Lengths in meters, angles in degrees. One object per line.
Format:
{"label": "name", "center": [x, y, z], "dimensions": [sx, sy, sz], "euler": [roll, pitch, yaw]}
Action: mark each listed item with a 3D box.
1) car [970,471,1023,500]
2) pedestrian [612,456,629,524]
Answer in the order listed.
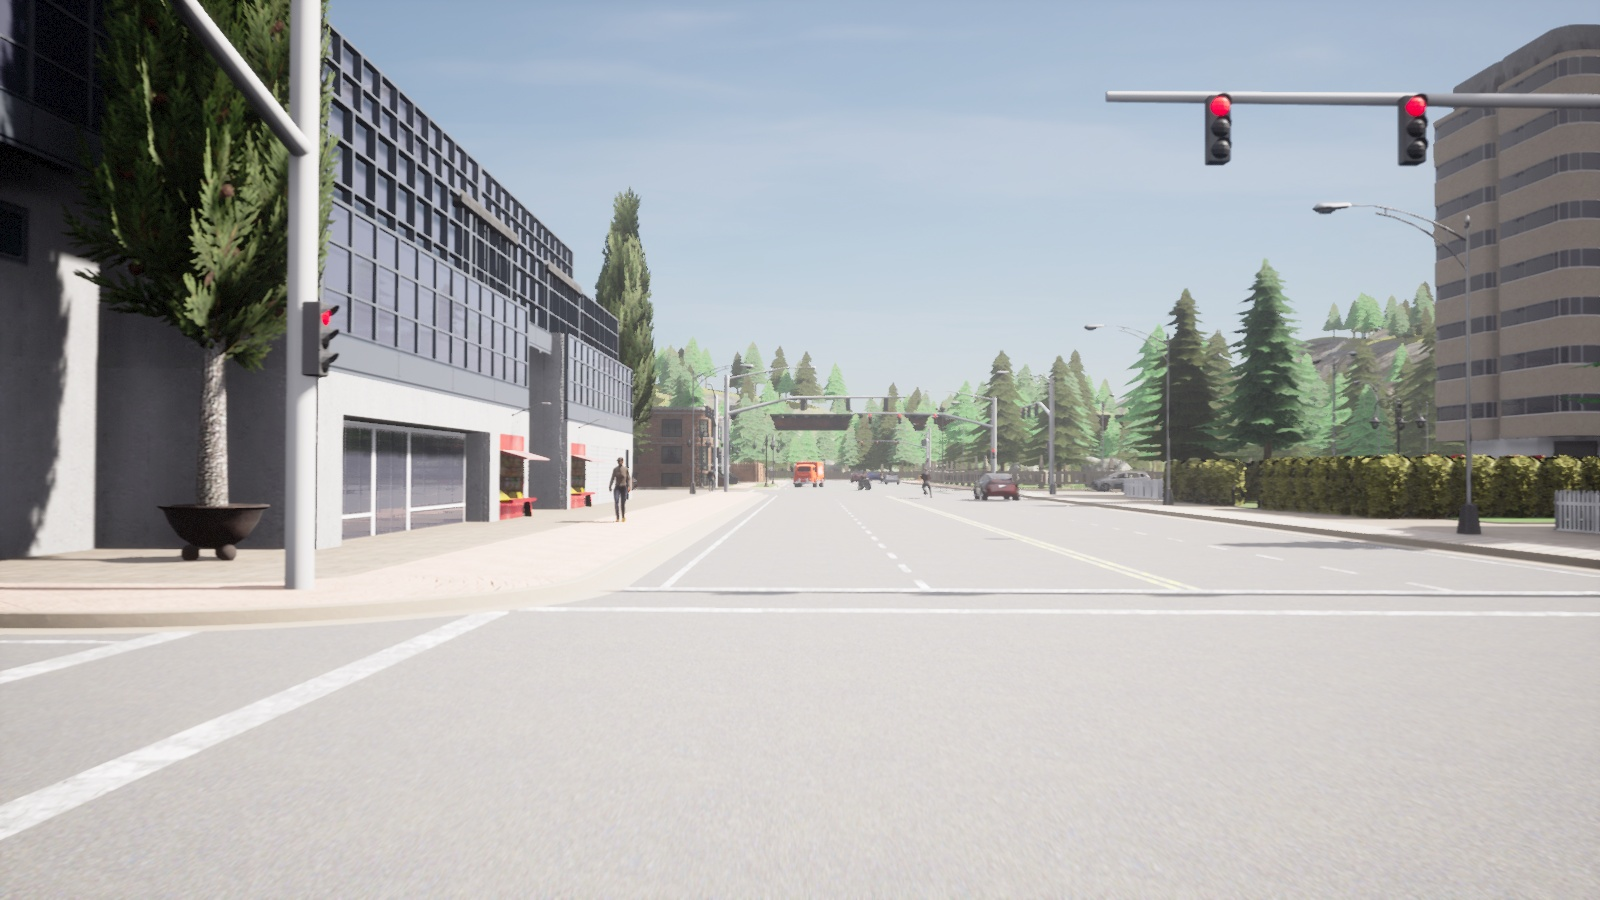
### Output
{"label": "car", "center": [10.740, 1.924, 68.908], "dimensions": [2.163, 1.488, 4.792], "euler": [0, -1, 0]}
{"label": "pedestrian", "center": [-4.819, 1.057, 33.724], "dimensions": [0.328, 1.805, 0.869], "euler": [0, -1, 0]}
